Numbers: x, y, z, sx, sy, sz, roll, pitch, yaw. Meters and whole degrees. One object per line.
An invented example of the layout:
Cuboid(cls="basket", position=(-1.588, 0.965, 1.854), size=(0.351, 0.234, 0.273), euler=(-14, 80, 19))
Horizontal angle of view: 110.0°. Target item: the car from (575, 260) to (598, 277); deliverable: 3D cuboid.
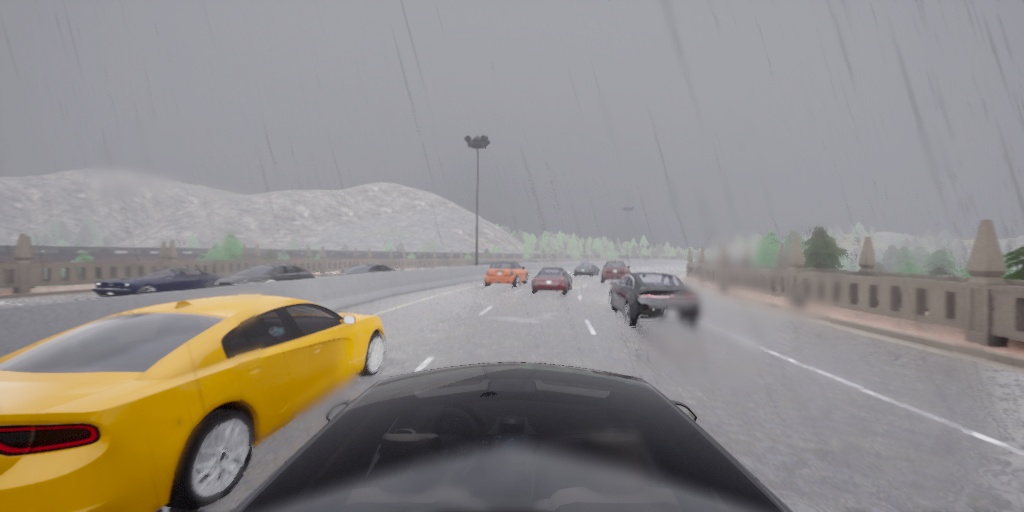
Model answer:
Cuboid(cls="car", position=(7.804, 1.374, 37.136), size=(1.994, 1.385, 4.181), euler=(0, 0, 24))

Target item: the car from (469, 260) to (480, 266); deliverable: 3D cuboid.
Cuboid(cls="car", position=(-4.241, 1.292, 52.633), size=(2.033, 1.411, 5.357), euler=(0, 0, 28))

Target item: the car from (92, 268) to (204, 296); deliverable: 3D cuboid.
Cuboid(cls="car", position=(-16.241, 1.259, 16.978), size=(1.895, 1.301, 4.718), euler=(0, 0, 9))

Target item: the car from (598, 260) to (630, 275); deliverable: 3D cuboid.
Cuboid(cls="car", position=(8.443, 1.163, 29.061), size=(2.097, 1.767, 4.553), euler=(0, 0, 18))

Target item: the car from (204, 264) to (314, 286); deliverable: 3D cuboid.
Cuboid(cls="car", position=(-12.448, 1.188, 18.442), size=(1.837, 1.490, 4.892), euler=(0, 0, 11))

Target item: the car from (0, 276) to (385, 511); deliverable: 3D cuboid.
Cuboid(cls="car", position=(-3.224, 1.209, 4.365), size=(1.882, 1.535, 5.008), euler=(0, 0, 2))

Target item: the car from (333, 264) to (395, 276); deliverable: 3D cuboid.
Cuboid(cls="car", position=(-8.477, 1.211, 20.766), size=(1.837, 1.490, 4.892), euler=(0, 0, 12))

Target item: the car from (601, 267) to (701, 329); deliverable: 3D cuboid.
Cuboid(cls="car", position=(4.353, 1.272, 11.551), size=(2.128, 1.511, 4.902), euler=(0, 0, 6))

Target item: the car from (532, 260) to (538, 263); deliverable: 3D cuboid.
Cuboid(cls="car", position=(2.471, 1.292, 57.079), size=(1.837, 1.490, 4.892), euler=(0, 0, 33))

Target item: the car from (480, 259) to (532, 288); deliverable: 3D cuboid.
Cuboid(cls="car", position=(-0.263, 1.109, 24.346), size=(2.097, 1.767, 4.553), euler=(0, 0, 14))

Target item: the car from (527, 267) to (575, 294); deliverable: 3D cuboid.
Cuboid(cls="car", position=(2.363, 1.336, 20.625), size=(1.994, 1.385, 4.181), euler=(0, 0, 13))
